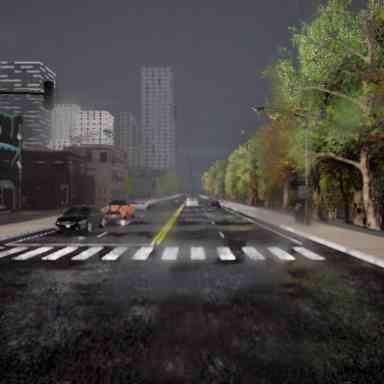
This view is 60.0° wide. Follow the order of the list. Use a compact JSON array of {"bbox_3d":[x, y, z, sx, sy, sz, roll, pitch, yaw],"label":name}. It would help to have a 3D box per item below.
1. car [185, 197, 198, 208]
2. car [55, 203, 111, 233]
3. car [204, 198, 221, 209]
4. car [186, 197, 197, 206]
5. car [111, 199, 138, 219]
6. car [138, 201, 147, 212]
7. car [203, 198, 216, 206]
[{"bbox_3d":[0.045,1.721,51.183,1.812,1.442,4.674,0,0,0],"label":"car"},{"bbox_3d":[-6.618,1.583,20.136,1.837,1.490,4.892,0,0,0],"label":"car"},{"bbox_3d":[3.304,1.740,50.308,2.033,1.411,5.357,0,0,-1],"label":"car"},{"bbox_3d":[-0.041,1.711,61.376,1.882,1.535,5.008,0,0,0],"label":"car"},{"bbox_3d":[-6.625,1.470,30.381,2.097,1.767,4.553,0,0,0],"label":"car"},{"bbox_3d":[-6.627,1.756,40.301,1.895,1.301,4.718,0,0,0],"label":"car"},{"bbox_3d":[3.202,1.779,60.961,2.033,1.411,5.357,0,0,0],"label":"car"}]
